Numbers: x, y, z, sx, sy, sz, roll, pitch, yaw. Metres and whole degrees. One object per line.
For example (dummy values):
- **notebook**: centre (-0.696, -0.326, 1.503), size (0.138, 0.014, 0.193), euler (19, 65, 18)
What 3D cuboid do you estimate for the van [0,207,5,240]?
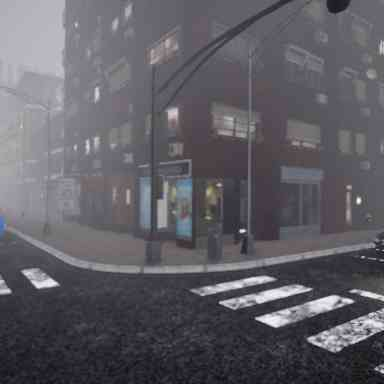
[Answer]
- **van**: centre (-10.894, 1.545, 17.322), size (1.690, 1.788, 3.998), euler (-1, 0, -36)

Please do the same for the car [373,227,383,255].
- **car**: centre (8.664, 1.692, 12.751), size (4.403, 1.369, 2.008), euler (1, 0, -36)
